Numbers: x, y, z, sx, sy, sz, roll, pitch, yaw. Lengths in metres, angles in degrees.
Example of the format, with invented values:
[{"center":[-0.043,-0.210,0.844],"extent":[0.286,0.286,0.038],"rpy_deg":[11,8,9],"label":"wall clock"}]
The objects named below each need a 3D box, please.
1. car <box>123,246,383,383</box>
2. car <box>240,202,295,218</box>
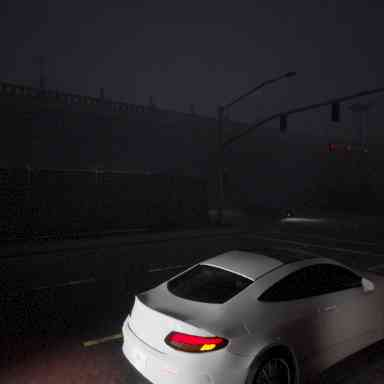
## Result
[{"center":[1.343,1.526,4.745],"extent":[4.674,1.442,1.812],"rpy_deg":[0,0,-35],"label":"car"},{"center":[6.814,1.603,30.823],"extent":[2.033,1.411,5.357],"rpy_deg":[0,0,-36],"label":"car"}]
